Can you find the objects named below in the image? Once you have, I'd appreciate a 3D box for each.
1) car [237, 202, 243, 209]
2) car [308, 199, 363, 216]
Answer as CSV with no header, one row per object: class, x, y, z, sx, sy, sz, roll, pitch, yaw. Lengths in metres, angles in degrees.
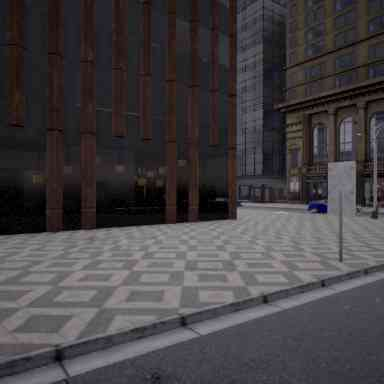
car,4.300,1.446,44.190,2.033,1.411,5.357,0,0,-35
car,13.420,1.417,31.383,1.882,1.535,5.008,0,0,-36
